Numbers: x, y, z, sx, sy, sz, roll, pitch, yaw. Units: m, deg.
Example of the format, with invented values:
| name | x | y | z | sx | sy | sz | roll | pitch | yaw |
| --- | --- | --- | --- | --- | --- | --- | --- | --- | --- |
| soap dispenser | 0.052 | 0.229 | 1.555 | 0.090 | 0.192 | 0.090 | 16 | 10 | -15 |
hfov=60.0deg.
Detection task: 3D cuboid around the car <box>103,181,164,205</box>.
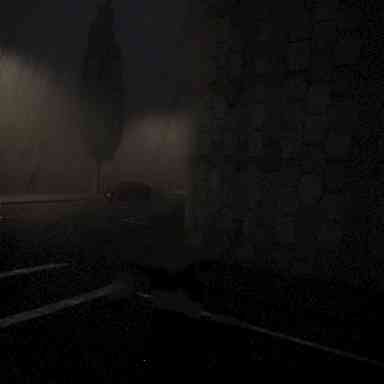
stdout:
| name | x | y | z | sx | sy | sz | roll | pitch | yaw |
| --- | --- | --- | --- | --- | --- | --- | --- | --- | --- |
| car | -4.099 | -0.009 | 24.117 | 1.882 | 1.535 | 5.008 | 6 | 5 | 35 |
